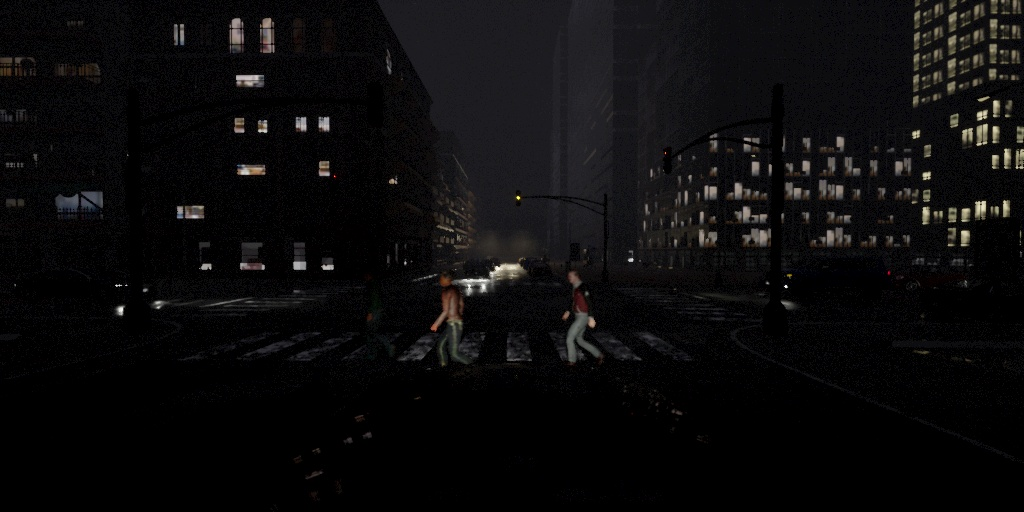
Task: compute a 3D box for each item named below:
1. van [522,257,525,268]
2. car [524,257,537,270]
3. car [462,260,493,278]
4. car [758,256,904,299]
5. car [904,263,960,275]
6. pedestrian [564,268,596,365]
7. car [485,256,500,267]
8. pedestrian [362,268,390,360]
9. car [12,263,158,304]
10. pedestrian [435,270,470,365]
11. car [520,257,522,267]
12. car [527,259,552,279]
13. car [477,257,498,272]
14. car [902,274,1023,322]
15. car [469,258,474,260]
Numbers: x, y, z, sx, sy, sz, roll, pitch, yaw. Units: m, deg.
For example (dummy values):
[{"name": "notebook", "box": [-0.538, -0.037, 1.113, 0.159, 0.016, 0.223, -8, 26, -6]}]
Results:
[{"name": "van", "box": [2.622, 1.043, 49.462, 1.690, 1.789, 3.998, 0, 0, 0]}, {"name": "car", "box": [2.630, 1.157, 38.170, 1.967, 1.591, 4.097, 0, 0, 0]}, {"name": "car", "box": [-3.113, 1.289, 32.864, 1.994, 1.385, 4.181, 0, 0, 0]}, {"name": "car", "box": [15.724, 1.016, 18.145, 5.566, 2.045, 2.150, 0, 1, 1]}, {"name": "car", "box": [23.359, 1.229, 20.780, 4.097, 1.591, 1.967, 0, 0, 1]}, {"name": "pedestrian", "box": [1.197, 1.044, 6.347, 0.375, 1.860, 0.375, -1, 1, 0]}, {"name": "car", "box": [-3.097, 1.032, 61.964, 2.097, 1.767, 4.553, 0, 0, 0]}, {"name": "pedestrian", "box": [-2.659, 1.042, 6.865, 0.375, 1.860, 0.375, -1, 1, 0]}, {"name": "car", "box": [-18.155, 1.182, 15.387, 4.902, 1.511, 2.128, 0, 1, 1]}, {"name": "pedestrian", "box": [-0.929, 1.043, 5.621, 0.375, 1.860, 0.375, -1, 1, 0]}, {"name": "car", "box": [2.617, 1.238, 55.109, 1.888, 1.381, 4.507, 0, 0, 0]}, {"name": "car", "box": [2.634, 1.270, 32.525, 1.888, 1.381, 4.507, 0, 0, 0]}, {"name": "car", "box": [-3.127, 1.213, 45.553, 1.837, 1.490, 4.892, 0, 0, 0]}, {"name": "car", "box": [16.707, 1.445, 12.228, 4.403, 1.370, 2.007, 0, 0, 1]}, {"name": "car", "box": [-5.726, 1.268, 49.423, 1.948, 1.339, 4.313, 0, 0, 0]}]
